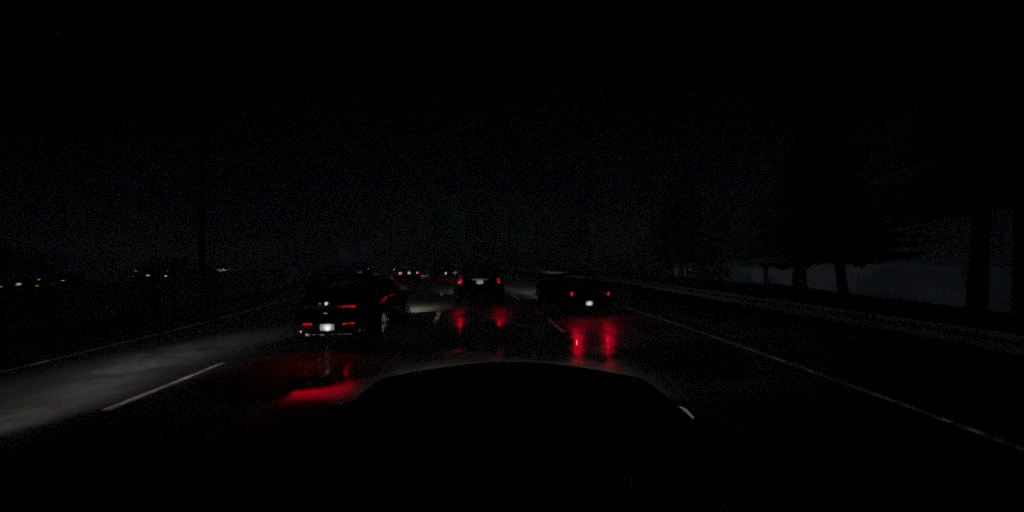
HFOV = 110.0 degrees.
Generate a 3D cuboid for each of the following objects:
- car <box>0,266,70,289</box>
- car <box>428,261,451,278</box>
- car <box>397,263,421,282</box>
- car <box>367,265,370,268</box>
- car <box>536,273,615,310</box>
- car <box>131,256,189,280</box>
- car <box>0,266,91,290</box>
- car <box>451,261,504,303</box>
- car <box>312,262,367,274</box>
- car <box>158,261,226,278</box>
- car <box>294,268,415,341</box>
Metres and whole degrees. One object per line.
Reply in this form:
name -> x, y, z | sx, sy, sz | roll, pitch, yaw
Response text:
car -> -33.452, 1.415, 24.815 | 1.994, 1.385, 4.181 | 0, 0, -25
car -> -6.697, 1.246, 33.716 | 1.837, 1.490, 4.892 | 0, 0, -22
car -> -8.471, 1.300, 28.869 | 2.033, 1.411, 5.357 | 0, 0, -20
car -> -14.902, 1.296, 34.955 | 1.812, 1.442, 4.674 | 0, 0, -25
car -> 2.314, 1.328, 14.518 | 1.895, 1.301, 4.718 | 0, 0, -9
car -> -27.274, 1.046, 28.188 | 2.150, 2.045, 5.566 | 0, 0, -26
car -> -28.593, 1.399, 22.141 | 1.994, 1.385, 4.181 | 0, 0, -21
car -> -1.658, 1.092, 16.726 | 2.097, 1.767, 4.553 | 0, 0, -9
car -> -9.229, 1.244, 18.920 | 1.882, 1.535, 5.008 | 0, 0, -13
car -> -22.266, 1.334, 25.203 | 1.812, 1.442, 4.674 | 0, 0, -22
car -> -4.151, 1.262, 10.008 | 1.837, 1.490, 4.892 | 0, 0, -5
